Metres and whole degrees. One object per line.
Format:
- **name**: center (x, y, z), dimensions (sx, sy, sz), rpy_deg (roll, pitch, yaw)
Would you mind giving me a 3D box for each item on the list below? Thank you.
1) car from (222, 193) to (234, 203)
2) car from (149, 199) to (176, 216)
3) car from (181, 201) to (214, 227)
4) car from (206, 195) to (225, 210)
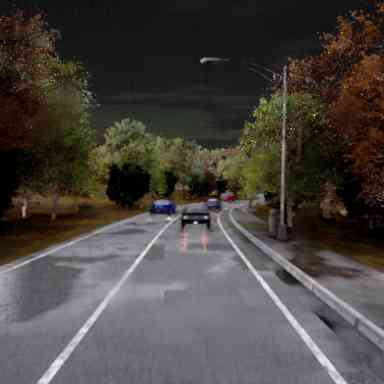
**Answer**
- **car**: center (7.325, 1.146, 70.478), dimensions (2.150, 2.045, 5.566), rpy_deg (2, 0, 22)
- **car**: center (-2.696, 1.417, 31.524), dimensions (1.882, 1.535, 5.008), rpy_deg (0, 0, 6)
- **car**: center (0.312, 1.539, 22.543), dimensions (1.895, 1.301, 4.718), rpy_deg (0, 1, 2)
- **car**: center (2.787, 1.504, 43.257), dimensions (1.812, 1.442, 4.674), rpy_deg (1, 0, 11)
